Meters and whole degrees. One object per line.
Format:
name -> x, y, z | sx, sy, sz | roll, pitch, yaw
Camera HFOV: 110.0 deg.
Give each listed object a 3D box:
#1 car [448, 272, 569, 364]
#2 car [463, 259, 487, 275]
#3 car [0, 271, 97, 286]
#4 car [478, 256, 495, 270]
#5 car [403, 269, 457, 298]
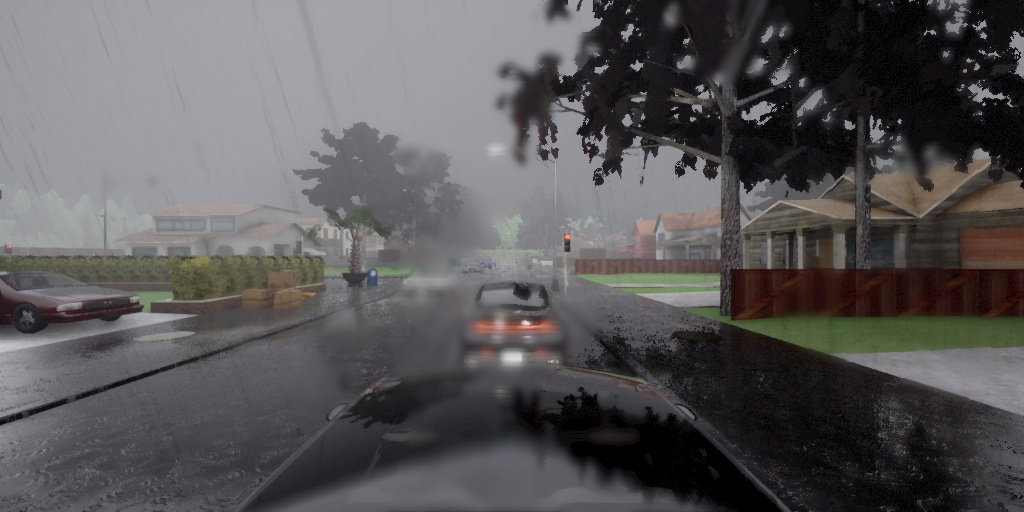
car -> 0.043, 1.255, 7.686 | 1.837, 1.490, 4.892 | 0, 0, 0
car -> -4.100, 1.314, 38.976 | 1.994, 1.385, 4.181 | 0, 0, 0
car -> -34.225, 1.241, 26.760 | 4.902, 1.511, 2.128 | 0, 0, 0
car -> -4.096, 0.971, 52.753 | 2.150, 2.045, 5.566 | 0, 0, 0
car -> -4.100, 1.351, 18.537 | 1.895, 1.301, 4.718 | 0, 0, 0
